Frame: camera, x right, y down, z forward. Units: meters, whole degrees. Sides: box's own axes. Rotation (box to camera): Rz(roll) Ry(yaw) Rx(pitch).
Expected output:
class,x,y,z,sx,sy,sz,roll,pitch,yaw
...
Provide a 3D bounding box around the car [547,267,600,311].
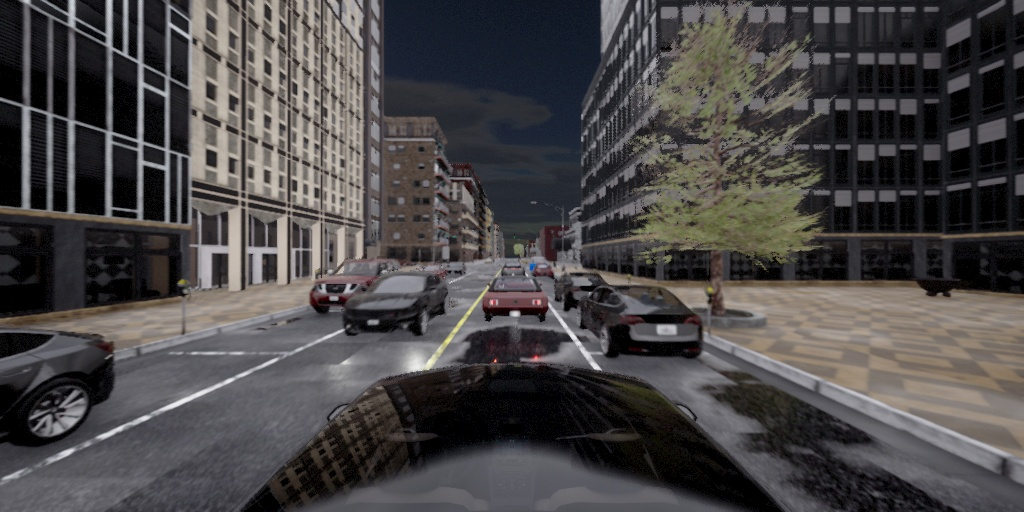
class,x,y,z,sx,sy,sz,roll,pitch,yaw
car,2.657,1.284,13.937,1.948,1.339,4.313,0,0,0

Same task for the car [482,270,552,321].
class,x,y,z,sx,sy,sz,roll,pitch,yaw
car,0.097,1.323,12.262,1.895,1.301,4.718,0,0,0

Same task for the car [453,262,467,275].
class,x,y,z,sx,sy,sz,roll,pitch,yaw
car,-5.691,1.234,36.718,1.948,1.339,4.313,0,0,0

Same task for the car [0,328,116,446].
class,x,y,z,sx,sy,sz,roll,pitch,yaw
car,-5.690,1.313,2.585,1.948,1.339,4.313,0,0,0

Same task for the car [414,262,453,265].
class,x,y,z,sx,sy,sz,roll,pitch,yaw
car,-5.691,1.237,25.341,1.888,1.381,4.507,0,0,0

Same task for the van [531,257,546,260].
class,x,y,z,sx,sy,sz,roll,pitch,yaw
van,2.656,1.009,36.693,1.690,1.789,3.998,0,0,0

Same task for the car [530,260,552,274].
class,x,y,z,sx,sy,sz,roll,pitch,yaw
car,2.657,1.262,31.004,1.802,1.307,4.207,0,0,0

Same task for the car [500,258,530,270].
class,x,y,z,sx,sy,sz,roll,pitch,yaw
car,0.097,1.176,29.062,2.128,1.511,4.902,0,0,0

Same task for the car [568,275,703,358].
class,x,y,z,sx,sy,sz,roll,pitch,yaw
car,2.658,1.298,8.247,1.948,1.339,4.313,0,0,0

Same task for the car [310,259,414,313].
class,x,y,z,sx,sy,sz,roll,pitch,yaw
car,-5.690,1.033,13.963,2.192,1.841,5.009,0,0,0

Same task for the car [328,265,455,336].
class,x,y,z,sx,sy,sz,roll,pitch,yaw
car,-3.101,1.205,10.504,1.882,1.535,5.008,0,0,0

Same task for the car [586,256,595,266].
class,x,y,z,sx,sy,sz,roll,pitch,yaw
car,14.918,0.979,57.578,5.009,1.841,2.192,0,0,0
